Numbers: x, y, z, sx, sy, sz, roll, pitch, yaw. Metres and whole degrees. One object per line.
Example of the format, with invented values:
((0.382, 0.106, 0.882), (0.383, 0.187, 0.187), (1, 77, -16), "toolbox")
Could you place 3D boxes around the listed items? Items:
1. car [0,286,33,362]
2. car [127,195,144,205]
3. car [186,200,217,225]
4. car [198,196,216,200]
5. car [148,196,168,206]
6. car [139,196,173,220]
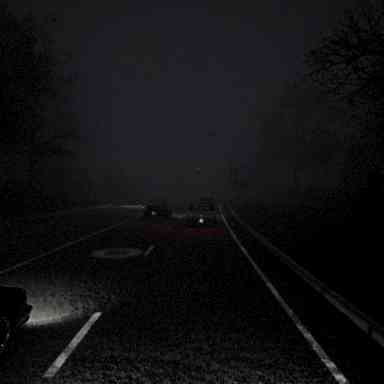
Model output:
((-3.372, 1.527, 2.604), (2.033, 1.411, 5.357), (0, 0, 0), "car")
((-8.088, 1.157, 48.880), (1.837, 1.490, 4.892), (0, 0, 6), "car")
((0.666, 1.442, 22.355), (1.895, 1.301, 4.718), (0, 0, 3), "car")
((1.812, 1.222, 39.890), (1.837, 1.490, 4.892), (0, 0, 5), "car")
((-4.749, 1.229, 47.097), (1.994, 1.385, 4.181), (0, 0, 6), "car")
((-2.635, 1.338, 26.242), (1.812, 1.442, 4.674), (0, 0, 3), "car")
